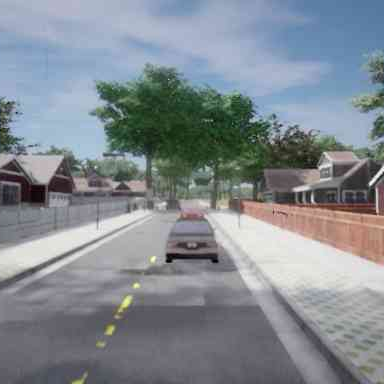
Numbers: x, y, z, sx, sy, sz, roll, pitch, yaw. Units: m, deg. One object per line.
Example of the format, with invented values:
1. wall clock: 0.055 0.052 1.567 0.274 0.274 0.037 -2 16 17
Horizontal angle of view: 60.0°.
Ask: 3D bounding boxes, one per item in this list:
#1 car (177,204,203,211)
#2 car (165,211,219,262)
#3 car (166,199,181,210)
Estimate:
1. car: 0.014 1.898 28.320 1.895 1.301 4.718 0 -1 0
2. car: 0.008 1.682 12.596 2.033 1.411 5.357 0 -1 0
3. car: -2.774 1.863 50.721 2.097 1.767 4.553 0 0 1
